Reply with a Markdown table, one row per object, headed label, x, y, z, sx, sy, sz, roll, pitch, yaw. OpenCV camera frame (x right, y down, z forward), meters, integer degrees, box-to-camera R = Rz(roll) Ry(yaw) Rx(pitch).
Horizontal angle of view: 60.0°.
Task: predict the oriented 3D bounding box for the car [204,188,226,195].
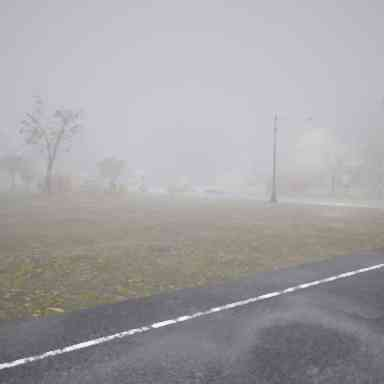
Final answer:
| label | x | y | z | sx | sy | sz | roll | pitch | yaw |
| --- | --- | --- | --- | --- | --- | --- | --- | --- | --- |
| car | 4.303 | -0.149 | 63.289 | 1.895 | 1.301 | 4.718 | 0 | 2 | -36 |

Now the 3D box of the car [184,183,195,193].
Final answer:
| label | x | y | z | sx | sy | sz | roll | pitch | yaw |
| --- | --- | --- | --- | --- | --- | --- | --- | --- | --- |
| car | -1.521 | -0.948 | 71.404 | 2.150 | 2.045 | 5.566 | 0 | 2 | -36 |
